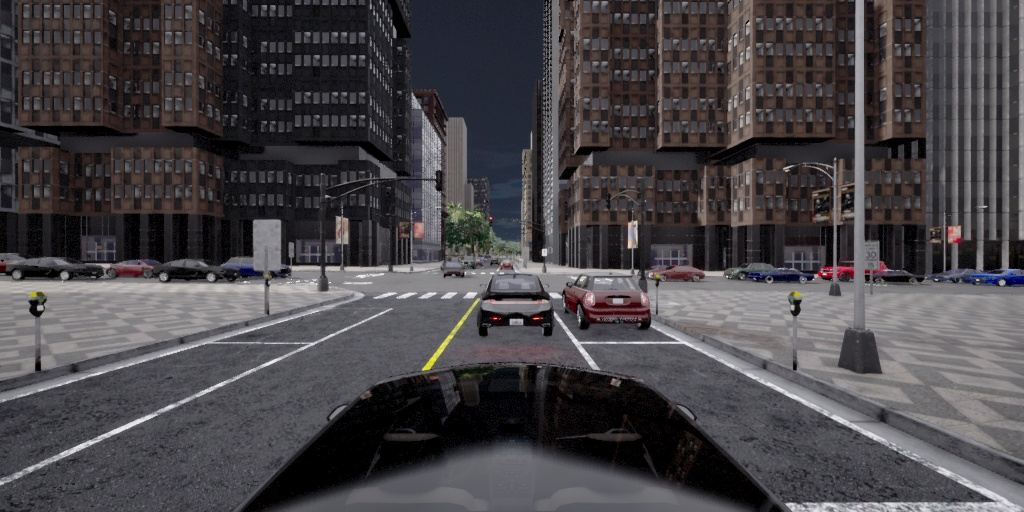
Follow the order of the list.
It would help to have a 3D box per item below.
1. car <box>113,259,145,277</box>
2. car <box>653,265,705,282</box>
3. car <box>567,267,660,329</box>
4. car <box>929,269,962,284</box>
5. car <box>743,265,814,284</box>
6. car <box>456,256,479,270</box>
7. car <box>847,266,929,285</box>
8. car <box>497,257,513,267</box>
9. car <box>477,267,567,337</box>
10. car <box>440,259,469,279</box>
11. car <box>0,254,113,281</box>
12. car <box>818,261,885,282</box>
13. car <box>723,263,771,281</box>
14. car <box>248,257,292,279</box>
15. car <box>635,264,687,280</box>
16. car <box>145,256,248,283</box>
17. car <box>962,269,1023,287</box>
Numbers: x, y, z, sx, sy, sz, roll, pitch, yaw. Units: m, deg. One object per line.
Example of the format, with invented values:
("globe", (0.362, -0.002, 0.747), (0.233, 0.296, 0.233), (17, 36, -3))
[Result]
("car", (-28.209, 0.942, 27.506), (4.181, 1.385, 1.994), (1, 0, -1))
("car", (14.350, 1.504, 31.341), (4.674, 1.442, 1.812), (1, 0, -1))
("car", (2.733, 1.188, 11.208), (1.967, 1.591, 4.097), (0, 0, 0))
("car", (43.867, 1.952, 34.804), (5.357, 1.411, 2.033), (1, 0, 0))
("car", (23.454, 1.711, 31.425), (4.718, 1.301, 1.895), (1, 0, -1))
("car", (-6.632, 0.978, 54.175), (2.150, 2.045, 5.566), (0, 0, 0))
("car", (32.931, 1.849, 31.502), (4.718, 1.301, 1.895), (1, 0, 0))
("car", (-0.765, 1.192, 52.589), (1.967, 1.591, 4.097), (0, 0, -1))
("car", (0.075, 1.240, 10.322), (2.128, 1.511, 4.902), (0, 0, -1))
("car", (-5.339, 1.241, 32.474), (2.033, 1.411, 5.357), (1, 0, -11))
("car", (-30.742, 0.824, 24.240), (5.008, 1.535, 1.882), (1, 0, 0))
("car", (33.037, 1.469, 34.750), (5.566, 2.045, 2.150), (1, 0, -1))
("car", (23.042, 1.452, 34.670), (4.553, 1.767, 2.097), (1, 0, -1))
("car", (-19.566, 0.852, 27.588), (4.553, 1.767, 2.097), (1, 0, 0))
("car", (14.338, 1.538, 34.593), (4.181, 1.385, 1.994), (1, 0, -1))
("car", (-21.275, 0.958, 24.323), (5.008, 1.535, 1.882), (1, 0, -1))
("car", (43.496, 1.881, 31.553), (5.008, 1.535, 1.882), (1, 0, 0))
